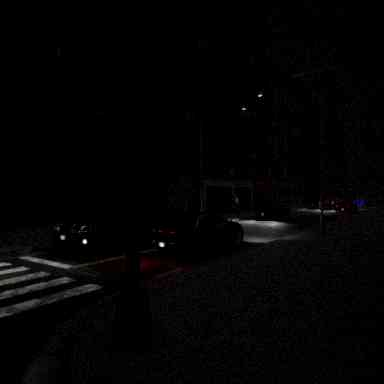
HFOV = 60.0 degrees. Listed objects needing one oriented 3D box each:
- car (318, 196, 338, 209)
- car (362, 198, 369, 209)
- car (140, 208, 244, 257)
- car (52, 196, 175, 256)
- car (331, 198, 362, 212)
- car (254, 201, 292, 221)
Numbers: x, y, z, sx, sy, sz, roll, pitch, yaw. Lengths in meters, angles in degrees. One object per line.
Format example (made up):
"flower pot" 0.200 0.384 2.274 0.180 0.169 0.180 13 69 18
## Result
"car" 18.127 1.355 43.692 2.097 1.767 4.553 0 0 35
"car" 23.586 1.535 46.749 1.812 1.442 4.674 0 0 35
"car" 0.365 1.510 13.142 1.837 1.490 4.892 0 0 35
"car" -2.804 1.214 13.671 2.150 2.045 5.566 1 0 37
"car" 17.838 1.604 38.351 1.895 1.301 4.718 0 0 35
"car" 6.786 1.496 27.442 1.837 1.490 4.892 0 0 35
